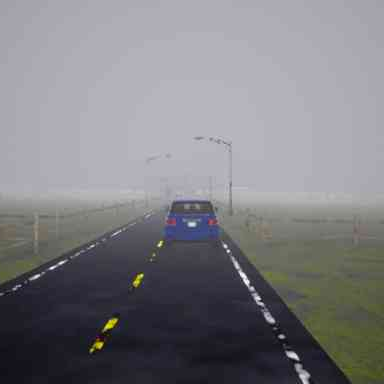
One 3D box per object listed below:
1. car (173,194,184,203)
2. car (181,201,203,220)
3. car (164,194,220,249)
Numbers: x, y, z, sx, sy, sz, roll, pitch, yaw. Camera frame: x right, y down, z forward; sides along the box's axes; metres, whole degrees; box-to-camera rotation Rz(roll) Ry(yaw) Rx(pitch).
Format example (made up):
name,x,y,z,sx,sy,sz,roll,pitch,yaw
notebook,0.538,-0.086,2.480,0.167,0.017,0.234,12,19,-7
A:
name,x,y,z,sx,sy,sz,roll,pitch,yaw
car,-2.750,1.300,68.945,2.097,1.767,4.553,0,0,0
car,0.000,1.541,29.650,1.812,1.442,4.674,0,0,0
car,0.000,1.260,14.680,2.150,2.045,5.566,0,0,0
